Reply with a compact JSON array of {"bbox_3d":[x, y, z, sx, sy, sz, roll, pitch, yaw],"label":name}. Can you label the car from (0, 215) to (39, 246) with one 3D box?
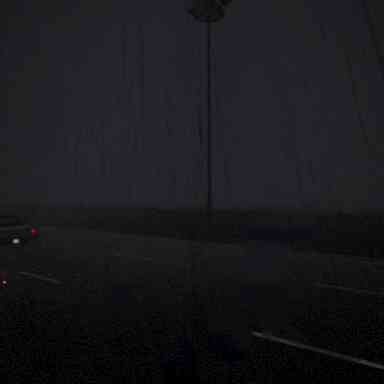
[{"bbox_3d":[-8.849,1.678,14.593,4.718,1.301,1.895,0,0,35],"label":"car"}]
